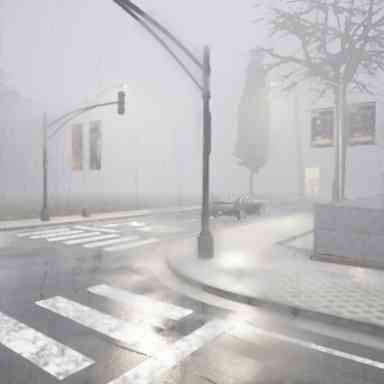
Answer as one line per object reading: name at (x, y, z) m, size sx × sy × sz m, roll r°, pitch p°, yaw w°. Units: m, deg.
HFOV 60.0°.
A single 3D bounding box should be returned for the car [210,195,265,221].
car at (3.007, 0.932, 21.109) m, size 2.128 × 1.511 × 4.902 m, roll 0°, pitch 1°, yaw 35°
